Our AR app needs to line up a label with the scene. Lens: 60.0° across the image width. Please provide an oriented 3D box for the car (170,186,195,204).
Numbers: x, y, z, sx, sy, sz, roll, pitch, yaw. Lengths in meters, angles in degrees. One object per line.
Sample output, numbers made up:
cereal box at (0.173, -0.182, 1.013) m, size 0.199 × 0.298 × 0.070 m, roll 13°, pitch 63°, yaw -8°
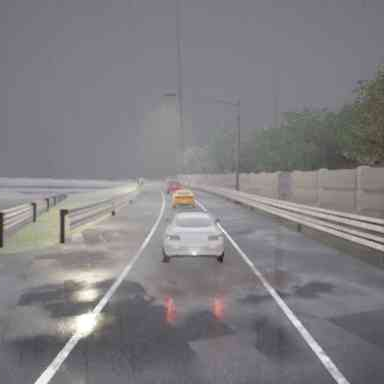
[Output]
car at (-0.816, 0.542, 30.732) m, size 1.882 × 1.535 × 5.008 m, roll 0°, pitch 3°, yaw -4°

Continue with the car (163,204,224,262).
car at (0.023, 1.356, 11.352) m, size 1.812 × 1.442 × 4.674 m, roll 0°, pitch 1°, yaw -1°

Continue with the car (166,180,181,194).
car at (-2.905, -0.833, 52.544) m, size 2.150 × 2.045 × 5.566 m, roll 0°, pitch 3°, yaw -6°
